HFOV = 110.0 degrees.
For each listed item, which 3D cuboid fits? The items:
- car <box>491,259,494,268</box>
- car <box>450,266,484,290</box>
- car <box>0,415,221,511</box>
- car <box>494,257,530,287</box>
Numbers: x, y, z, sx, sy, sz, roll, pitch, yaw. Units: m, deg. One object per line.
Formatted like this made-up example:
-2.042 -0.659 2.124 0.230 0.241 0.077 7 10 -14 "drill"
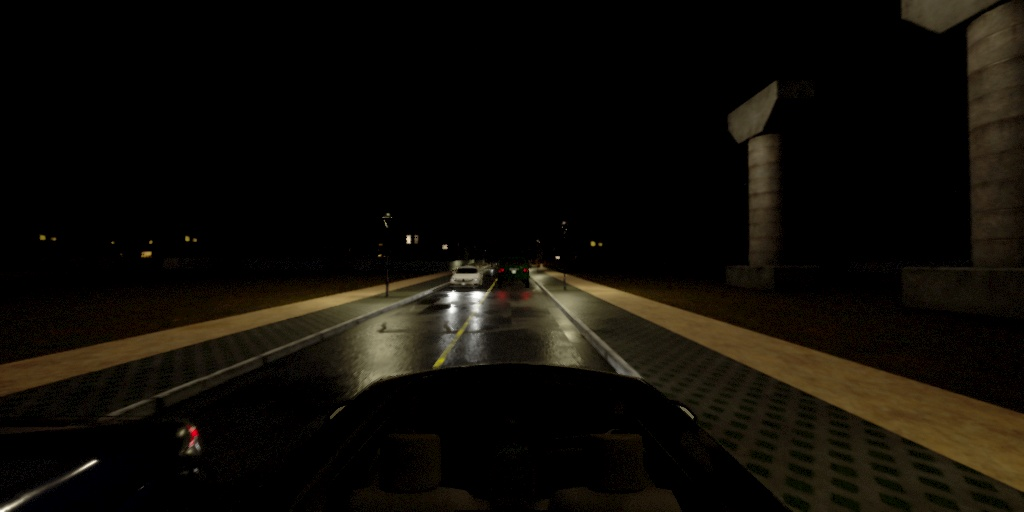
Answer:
-2.768 1.269 65.001 1.812 1.442 4.674 0 0 0 "car"
-2.856 1.381 23.430 1.812 1.442 4.674 0 0 0 "car"
-2.849 1.309 0.524 1.994 1.385 4.181 0 0 0 "car"
0.089 1.088 25.559 2.150 2.045 5.566 0 0 -1 "car"
